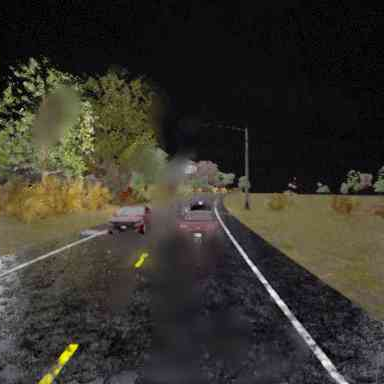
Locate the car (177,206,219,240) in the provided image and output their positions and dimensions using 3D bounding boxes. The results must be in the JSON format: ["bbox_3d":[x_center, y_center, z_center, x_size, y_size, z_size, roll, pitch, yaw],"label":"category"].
[{"bbox_3d":[0.326,1.602,16.871,1.895,1.301,4.718,0,0,1],"label":"car"}]

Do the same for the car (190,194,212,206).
[{"bbox_3d":[0.966,1.213,35.227,2.150,2.045,5.566,0,0,3],"label":"car"}]

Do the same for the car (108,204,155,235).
[{"bbox_3d":[-3.316,1.478,18.979,1.882,1.535,5.008,0,0,2],"label":"car"}]
